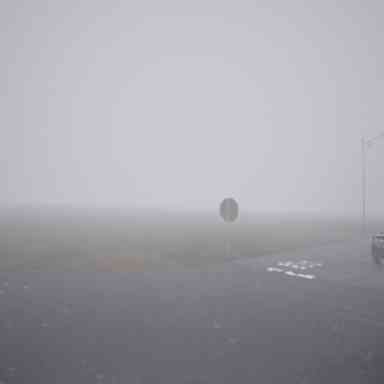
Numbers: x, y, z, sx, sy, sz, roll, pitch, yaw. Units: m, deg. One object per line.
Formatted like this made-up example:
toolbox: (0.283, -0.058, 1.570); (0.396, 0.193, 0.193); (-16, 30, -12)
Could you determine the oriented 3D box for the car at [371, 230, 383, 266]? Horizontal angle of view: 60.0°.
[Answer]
car: (8.268, 1.891, 12.247); (4.902, 1.511, 2.128); (2, -2, -42)
